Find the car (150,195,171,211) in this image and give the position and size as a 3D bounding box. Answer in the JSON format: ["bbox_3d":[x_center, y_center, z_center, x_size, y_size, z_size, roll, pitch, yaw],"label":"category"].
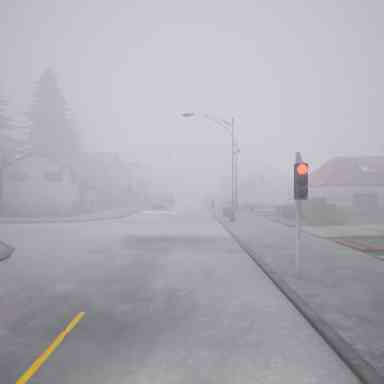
[{"bbox_3d":[-4.054,1.505,41.770,1.837,1.490,4.892,0,0,0],"label":"car"}]

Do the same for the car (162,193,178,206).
[{"bbox_3d":[-4.028,1.218,54.890,2.150,2.045,5.566,0,0,1],"label":"car"}]

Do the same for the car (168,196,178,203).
[{"bbox_3d":[-3.925,1.524,69.349,1.812,1.442,4.674,0,0,0],"label":"car"}]
